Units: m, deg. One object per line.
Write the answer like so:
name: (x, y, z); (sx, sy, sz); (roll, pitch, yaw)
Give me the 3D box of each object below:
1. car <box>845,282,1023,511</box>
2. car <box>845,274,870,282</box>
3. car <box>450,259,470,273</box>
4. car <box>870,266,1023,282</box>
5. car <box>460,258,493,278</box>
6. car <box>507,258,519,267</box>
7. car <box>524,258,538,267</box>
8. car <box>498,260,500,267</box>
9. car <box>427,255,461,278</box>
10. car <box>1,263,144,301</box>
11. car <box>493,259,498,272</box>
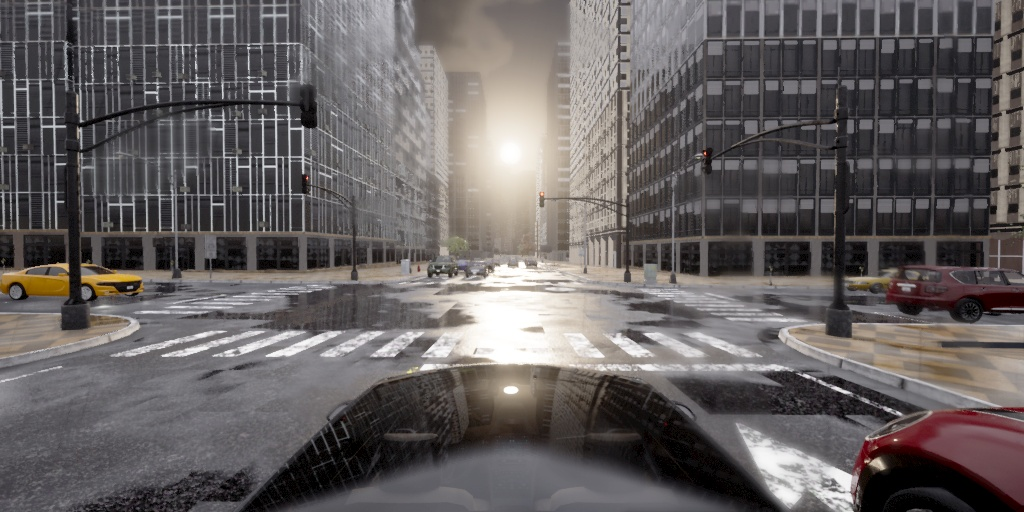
car: (3.253, 1.103, 0.425); (2.097, 1.767, 4.553); (0, 0, 0)
car: (21.865, 1.409, 20.803); (4.829, 1.417, 1.751); (0, 0, 1)
car: (-6.454, 1.200, 45.006); (1.882, 1.535, 5.008); (0, 0, 0)
car: (16.226, 1.281, 12.538); (5.009, 1.841, 2.192); (0, 0, 1)
car: (-3.240, 1.224, 33.957); (2.128, 1.511, 4.902); (0, 0, 1)
car: (0.209, 1.266, 63.377); (1.994, 1.385, 4.181); (0, 0, 0)
car: (3.459, 1.303, 63.395); (1.895, 1.301, 4.718); (0, 0, 0)
car: (-3.070, 1.249, 64.491); (2.033, 1.411, 5.357); (0, 0, 1)
car: (-6.482, 0.954, 34.199); (2.150, 2.045, 5.566); (0, 0, 0)
car: (-19.228, 1.086, 15.819); (5.008, 1.535, 1.882); (1, 1, 3)
car: (-3.203, 1.322, 45.807); (1.895, 1.301, 4.718); (0, 0, 0)
